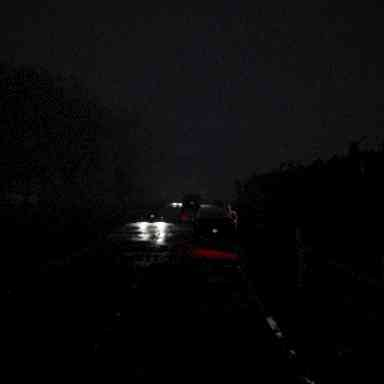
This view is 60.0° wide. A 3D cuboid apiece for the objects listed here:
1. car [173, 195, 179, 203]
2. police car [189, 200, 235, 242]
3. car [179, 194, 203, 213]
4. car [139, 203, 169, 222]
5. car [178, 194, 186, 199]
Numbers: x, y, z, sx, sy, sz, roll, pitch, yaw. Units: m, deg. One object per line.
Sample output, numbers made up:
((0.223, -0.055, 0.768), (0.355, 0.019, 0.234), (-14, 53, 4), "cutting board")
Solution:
((-2.780, 1.433, 67.005), (2.128, 1.511, 4.902), (0, 0, 0), "car")
((0.956, 1.404, 16.486), (1.930, 1.638, 5.238), (0, 0, 0), "police car")
((0.006, 1.178, 36.680), (2.150, 2.045, 5.566), (0, 0, 0), "car")
((-2.858, 1.531, 25.796), (1.994, 1.385, 4.181), (0, 0, 0), "car")
((-2.786, 1.260, 91.382), (2.033, 1.411, 5.357), (0, 0, 0), "car")
